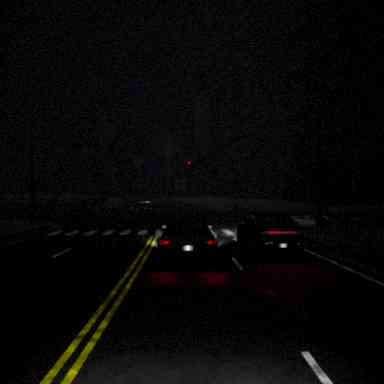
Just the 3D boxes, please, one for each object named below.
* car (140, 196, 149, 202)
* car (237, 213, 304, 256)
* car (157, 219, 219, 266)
[{"bbox_3d":[-11.573,1.680,80.716,2.033,1.411,5.357,0,0,-11],"label":"car"},{"bbox_3d":[3.041,1.623,13.702,2.128,1.511,4.902,0,0,-1],"label":"car"},{"bbox_3d":[-0.169,1.679,12.018,1.994,1.385,4.181,0,-1,-1],"label":"car"}]
